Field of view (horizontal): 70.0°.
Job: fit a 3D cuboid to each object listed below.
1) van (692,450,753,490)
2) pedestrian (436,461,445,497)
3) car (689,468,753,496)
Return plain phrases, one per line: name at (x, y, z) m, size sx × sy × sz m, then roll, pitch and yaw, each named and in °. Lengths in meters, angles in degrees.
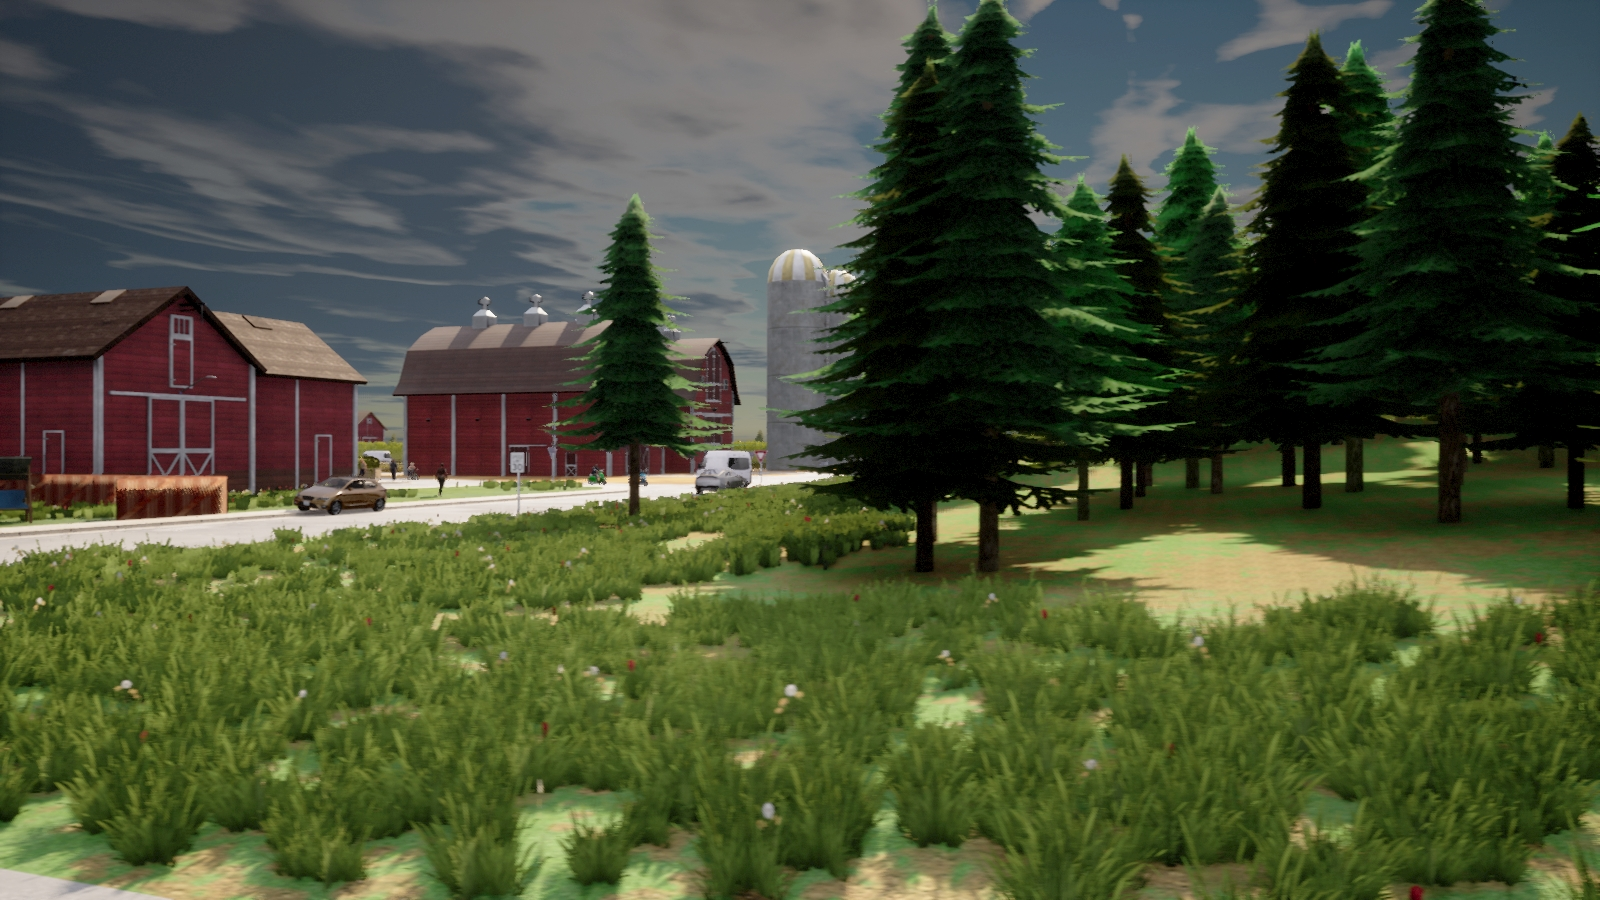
van at (-5.375, 1.336, 78.166) m, size 1.988 × 2.561 × 5.915 m, roll 2°, pitch -1°, yaw -27°
pedestrian at (-18.871, 1.528, 60.034) m, size 0.375 × 1.860 × 0.375 m, roll 0°, pitch 0°, yaw -2°
car at (-4.711, 1.895, 68.834) m, size 2.128 × 1.511 × 4.902 m, roll 0°, pitch 0°, yaw 19°
